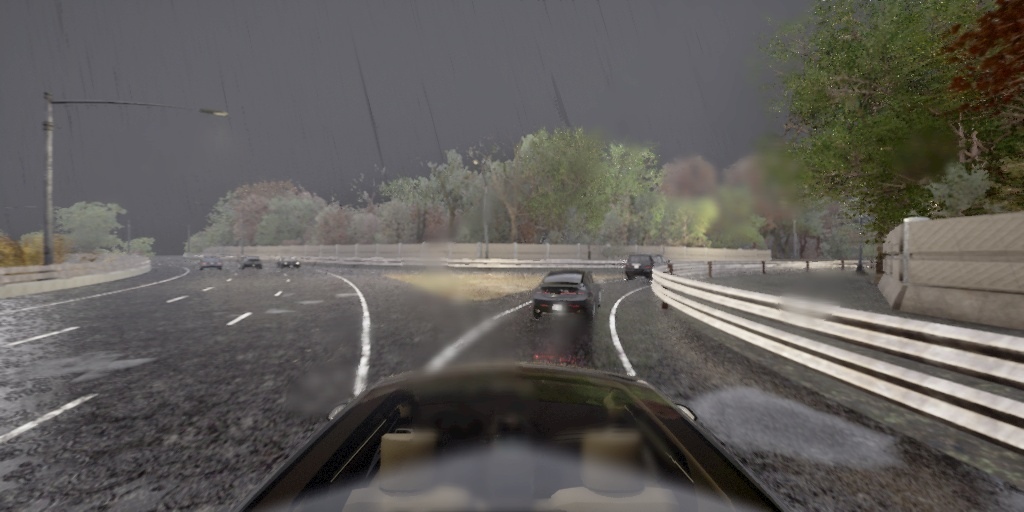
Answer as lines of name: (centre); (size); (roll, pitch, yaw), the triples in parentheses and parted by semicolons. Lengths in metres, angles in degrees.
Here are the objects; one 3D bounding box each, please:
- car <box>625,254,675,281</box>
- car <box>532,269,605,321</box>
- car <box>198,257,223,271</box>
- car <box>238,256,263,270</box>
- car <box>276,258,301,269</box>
car: (10.661, 0.871, 27.577); (2.150, 2.045, 5.566); (1, 0, 42)
car: (2.020, 1.197, 12.358); (1.837, 1.490, 4.892); (0, 0, 17)
car: (-32.649, 0.799, 38.871); (2.033, 1.411, 5.357); (0, 1, -42)
car: (-29.652, 0.766, 40.675); (1.837, 1.490, 4.892); (0, 0, -42)
car: (-26.660, 0.871, 42.637); (1.895, 1.301, 4.718); (0, 1, -41)
